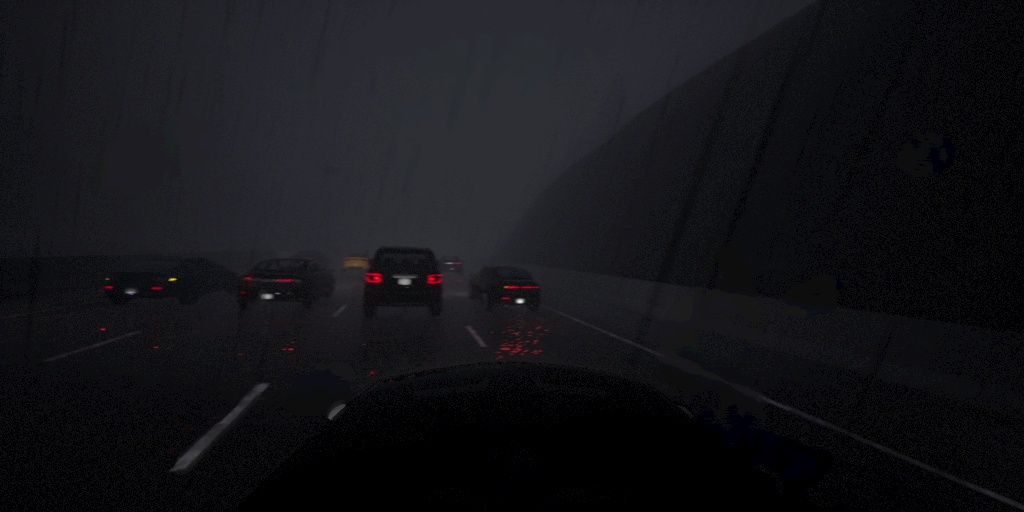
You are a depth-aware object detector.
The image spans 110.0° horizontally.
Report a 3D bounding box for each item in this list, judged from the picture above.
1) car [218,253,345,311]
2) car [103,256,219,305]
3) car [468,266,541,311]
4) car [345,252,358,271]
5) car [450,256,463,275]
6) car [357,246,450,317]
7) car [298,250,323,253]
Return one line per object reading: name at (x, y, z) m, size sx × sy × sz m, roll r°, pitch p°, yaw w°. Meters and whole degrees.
car at (-7.242, 0.826, 11.948) m, size 2.128 × 1.511 × 4.902 m, roll 2°, pitch 1°, yaw -17°
car at (-10.879, 0.709, 11.840) m, size 1.812 × 1.442 × 4.674 m, roll 2°, pitch 1°, yaw -17°
car at (-0.431, 1.109, 13.584) m, size 1.837 × 1.490 × 4.892 m, roll 2°, pitch 1°, yaw -17°
car at (-12.361, 0.412, 29.180) m, size 1.882 × 1.535 × 5.008 m, roll 2°, pitch 1°, yaw -16°
car at (-5.222, 0.722, 29.656) m, size 2.128 × 1.511 × 4.902 m, roll 2°, pitch 1°, yaw -16°
car at (-3.589, 0.710, 11.977) m, size 2.150 × 2.045 × 5.566 m, roll 2°, pitch 1°, yaw -17°
car at (-15.710, 0.282, 28.169) m, size 1.882 × 1.535 × 5.008 m, roll 2°, pitch 1°, yaw -16°
